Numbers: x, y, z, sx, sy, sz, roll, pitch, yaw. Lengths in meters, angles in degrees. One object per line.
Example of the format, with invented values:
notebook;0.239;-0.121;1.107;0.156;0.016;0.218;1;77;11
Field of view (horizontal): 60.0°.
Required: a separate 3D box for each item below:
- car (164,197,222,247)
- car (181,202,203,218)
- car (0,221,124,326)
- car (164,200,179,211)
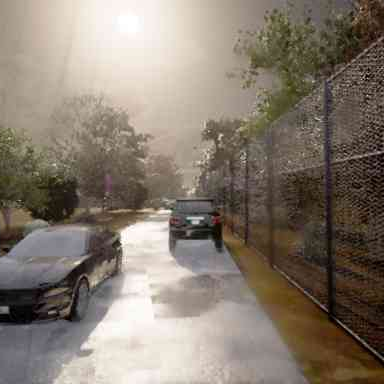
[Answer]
car;0.122;1.240;15.177;2.150;2.045;5.566;0;0;0
car;0.034;1.725;32.291;1.994;1.385;4.181;0;-1;0
car;-2.852;1.485;7.463;1.882;1.535;5.008;0;0;0
car;-2.992;1.947;49.292;1.837;1.490;4.892;0;-1;0
